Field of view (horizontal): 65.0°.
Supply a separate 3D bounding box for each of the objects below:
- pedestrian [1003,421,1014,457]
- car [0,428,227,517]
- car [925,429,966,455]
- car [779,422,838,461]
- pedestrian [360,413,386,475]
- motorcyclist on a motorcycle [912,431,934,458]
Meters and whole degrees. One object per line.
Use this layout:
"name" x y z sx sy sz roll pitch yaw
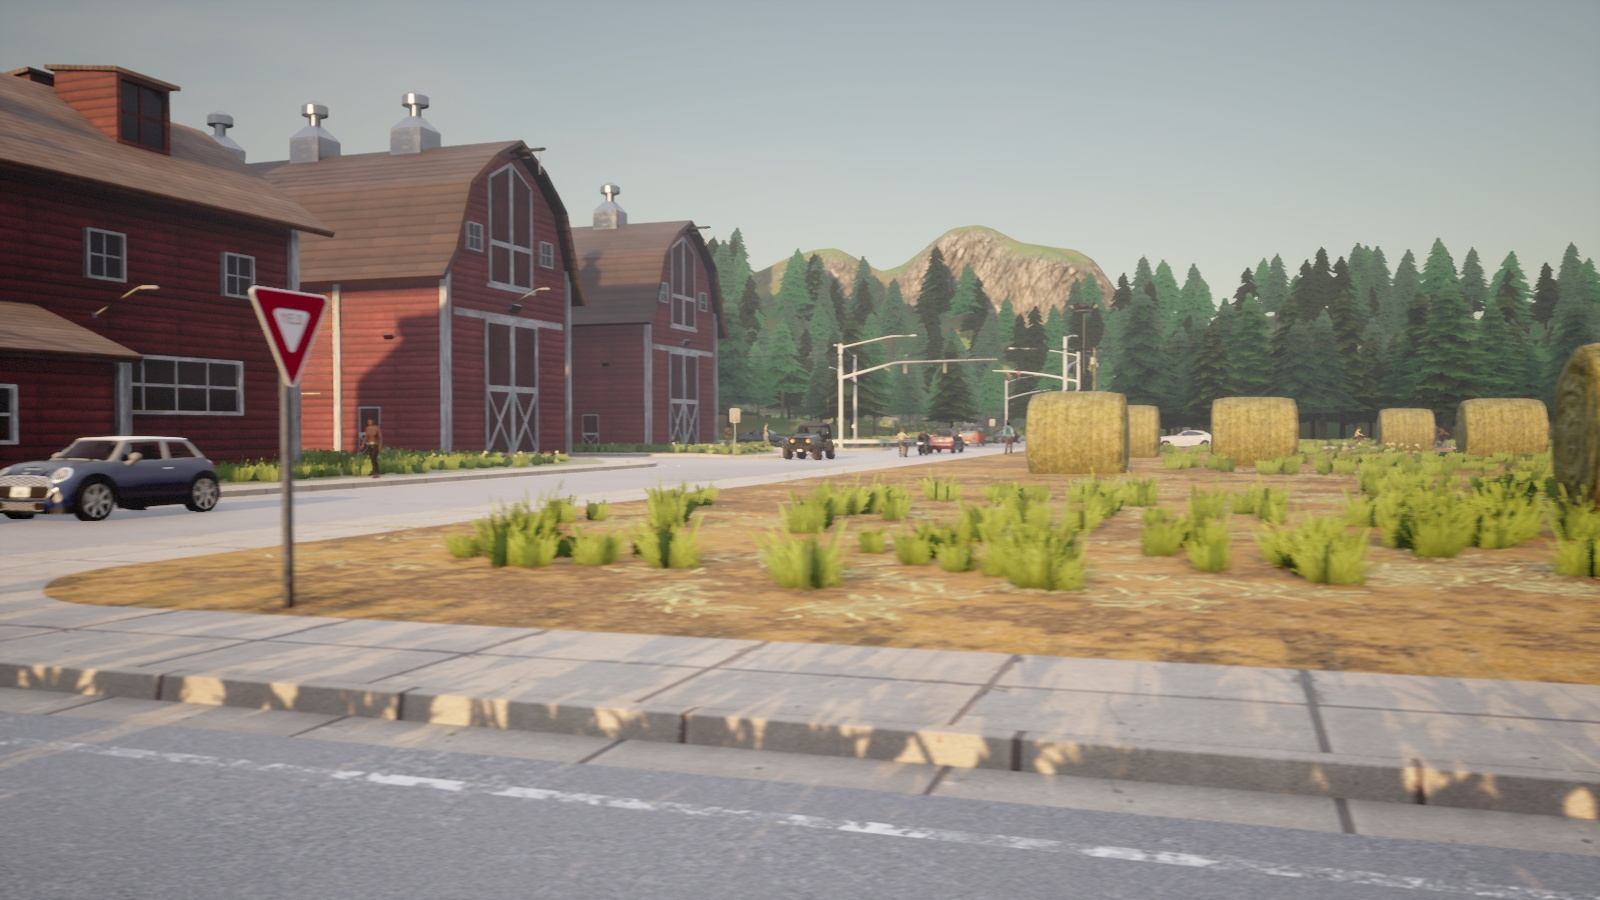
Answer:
"pedestrian" 11.416 -0.604 68.714 0.396 1.930 0.692 1 1 28
"car" -12.761 0.347 23.113 1.970 1.475 3.806 1 1 18
"car" 9.390 -0.566 80.876 1.851 1.617 3.988 1 1 18
"car" 0.470 -0.443 64.477 1.905 1.878 3.866 1 1 18
"pedestrian" -12.550 -0.177 36.911 0.328 1.805 0.869 0 1 10
"motorcyclist on a motorcycle" 7.297 -0.328 74.340 0.866 1.530 2.191 1 1 18
